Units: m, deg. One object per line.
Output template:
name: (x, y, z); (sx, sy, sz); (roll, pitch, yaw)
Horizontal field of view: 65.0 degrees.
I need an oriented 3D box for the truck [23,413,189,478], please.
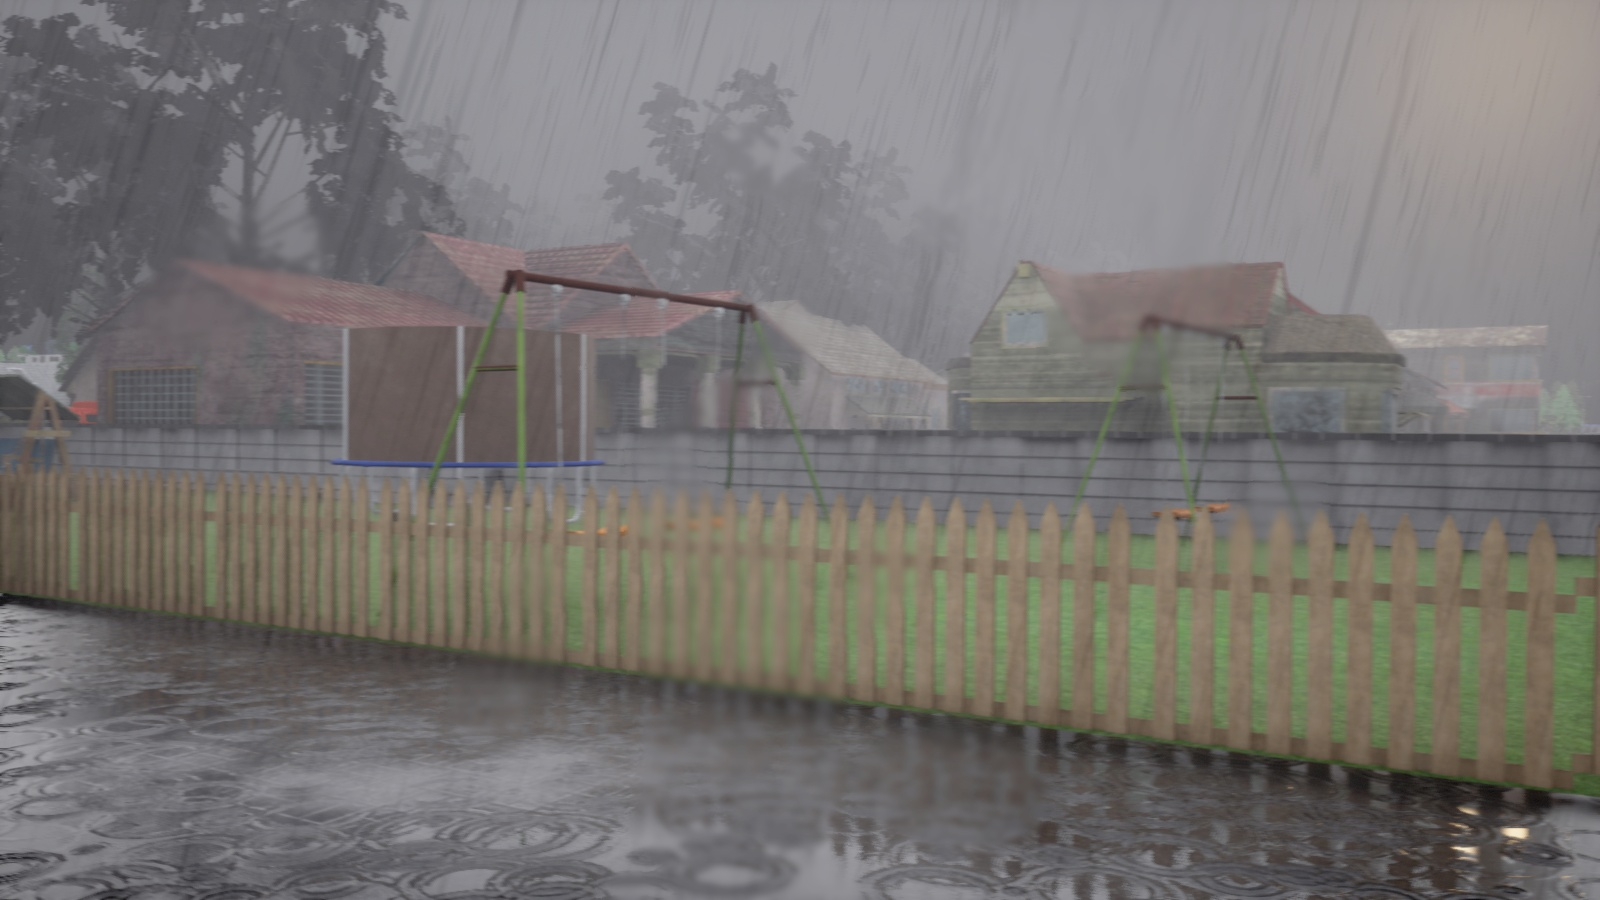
truck: (-27.792, -0.215, 50.463); (2.627, 2.467, 5.204); (0, 1, 30)
